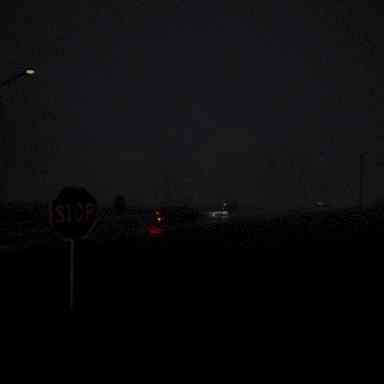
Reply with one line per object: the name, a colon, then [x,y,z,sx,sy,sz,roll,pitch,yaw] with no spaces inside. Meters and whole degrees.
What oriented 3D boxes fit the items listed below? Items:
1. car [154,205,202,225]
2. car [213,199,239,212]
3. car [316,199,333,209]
car: [-1.079,1.844,27.338,1.837,1.490,4.892,1,0,36]
car: [4.898,1.797,47.560,2.097,1.767,4.553,1,-1,36]
car: [25.272,2.355,63.810,2.128,1.511,4.902,1,0,36]
